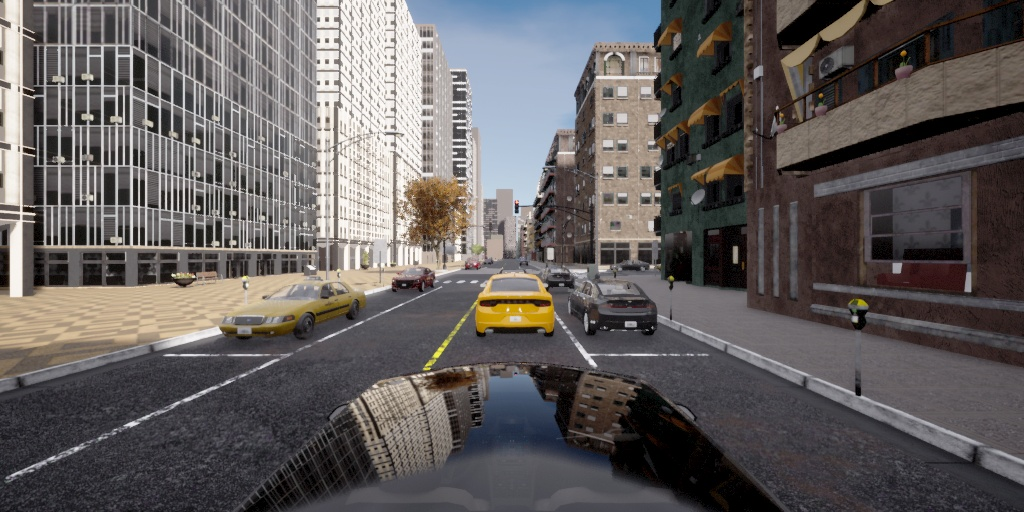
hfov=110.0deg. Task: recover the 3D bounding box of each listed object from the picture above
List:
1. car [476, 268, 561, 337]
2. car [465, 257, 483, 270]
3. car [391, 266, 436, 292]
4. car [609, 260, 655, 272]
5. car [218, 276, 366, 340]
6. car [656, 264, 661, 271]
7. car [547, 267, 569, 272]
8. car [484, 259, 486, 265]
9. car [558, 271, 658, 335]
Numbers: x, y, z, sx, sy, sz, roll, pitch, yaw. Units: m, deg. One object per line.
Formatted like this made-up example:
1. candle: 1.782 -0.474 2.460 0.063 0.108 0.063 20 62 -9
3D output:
1. car: 0.068 1.228 10.339 1.882 1.535 5.008 0 0 0
2. car: -5.819 1.099 53.679 2.192 1.841 5.009 0 0 0
3. car: -5.739 1.300 21.292 1.888 1.381 4.507 0 0 0
4. car: 13.339 1.109 40.755 4.403 1.370 2.007 0 0 -1
5. car: -5.712 1.276 10.057 1.751 1.417 4.829 0 0 0
6. car: 18.736 1.006 40.823 4.829 1.417 1.751 0 0 -1
7. car: 2.641 1.305 21.312 2.007 1.370 4.403 0 0 0
8. car: -5.832 1.357 59.202 1.948 1.339 4.313 0 0 0
9. car: 2.668 1.301 10.246 2.007 1.370 4.403 0 0 0
